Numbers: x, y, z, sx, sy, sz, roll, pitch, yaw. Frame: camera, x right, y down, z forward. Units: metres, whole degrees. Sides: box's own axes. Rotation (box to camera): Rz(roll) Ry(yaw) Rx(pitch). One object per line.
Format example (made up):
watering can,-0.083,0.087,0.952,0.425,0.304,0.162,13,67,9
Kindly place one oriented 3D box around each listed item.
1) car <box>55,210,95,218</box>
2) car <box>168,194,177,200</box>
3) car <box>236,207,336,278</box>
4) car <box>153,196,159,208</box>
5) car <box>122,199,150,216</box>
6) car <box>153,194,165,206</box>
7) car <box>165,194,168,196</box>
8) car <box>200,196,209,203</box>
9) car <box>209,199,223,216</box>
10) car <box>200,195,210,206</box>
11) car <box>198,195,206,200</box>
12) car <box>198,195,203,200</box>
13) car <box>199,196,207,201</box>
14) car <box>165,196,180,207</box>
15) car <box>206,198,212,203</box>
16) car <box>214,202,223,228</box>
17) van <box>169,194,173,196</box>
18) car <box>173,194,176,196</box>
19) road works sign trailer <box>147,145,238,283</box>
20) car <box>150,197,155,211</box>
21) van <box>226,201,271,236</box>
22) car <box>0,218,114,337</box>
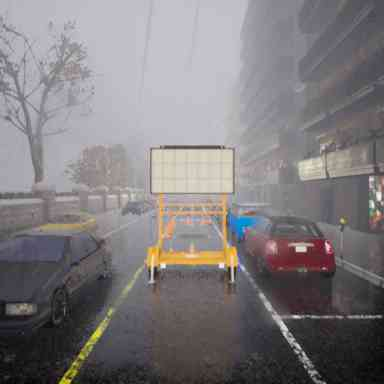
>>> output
car,-5.671,1.528,15.646,1.752,1.417,4.829,0,0,0
car,-5.588,1.416,94.639,2.192,1.841,5.009,0,0,0
car,2.703,1.442,10.176,1.967,1.590,4.097,0,0,0
car,-5.641,1.556,43.967,1.887,1.381,4.507,0,0,0
car,-5.653,1.572,32.708,1.947,1.339,4.313,0,0,0
car,-5.635,1.459,49.595,1.967,1.590,4.097,0,0,0
car,-5.630,1.344,55.226,2.192,1.841,5.009,0,0,0
car,2.768,1.639,72.109,1.802,1.307,4.206,0,0,0
car,2.721,1.556,27.068,2.008,1.369,4.403,0,0,0
car,2.751,1.611,55.217,1.802,1.307,4.206,0,0,0
car,2.792,1.541,94.630,1.967,1.590,4.097,0,0,0
car,2.762,1.488,66.479,1.967,1.590,4.097,0,0,0
car,2.780,1.643,83.370,1.947,1.339,4.313,0,0,0
car,-2.944,1.655,52.263,1.895,1.301,4.718,0,0,0
car,2.728,1.551,32.698,1.887,1.381,4.507,0,0,0
car,2.715,1.570,21.437,1.947,1.339,4.313,0,0,0
van,-5.612,1.398,72.118,1.690,1.788,3.998,0,0,0
car,-5.600,1.643,83.379,1.947,1.339,4.313,0,0,0
road works sign trailer,0.011,0.466,9.629,2.380,3.560,2.880,0,0,0
car,-5.647,1.590,38.339,1.802,1.307,4.206,0,0,0
van,2.710,1.344,15.807,1.690,1.788,3.998,0,0,0
car,-3.091,1.548,7.198,2.033,1.411,5.357,0,0,0
